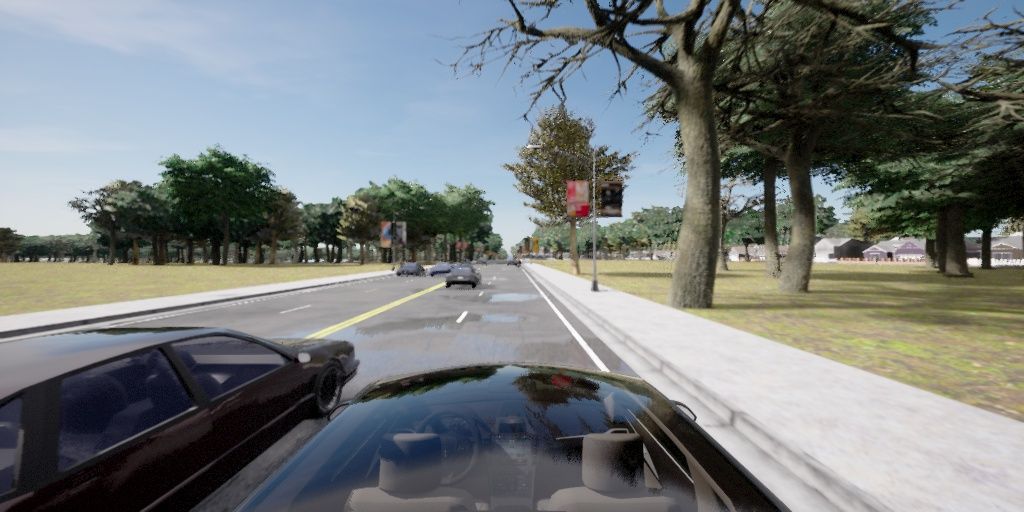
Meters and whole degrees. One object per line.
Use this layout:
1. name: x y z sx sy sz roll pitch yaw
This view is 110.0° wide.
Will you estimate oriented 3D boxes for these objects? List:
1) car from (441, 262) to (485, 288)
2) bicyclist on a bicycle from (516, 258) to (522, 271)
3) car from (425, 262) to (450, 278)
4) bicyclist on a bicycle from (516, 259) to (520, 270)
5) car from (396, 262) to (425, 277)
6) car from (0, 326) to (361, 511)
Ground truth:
1. car: -3.158 1.314 23.961 1.994 1.385 4.181 0 0 0
2. bicyclist on a bicycle: 0.879 1.122 43.421 0.659 1.776 1.843 0 0 0
3. car: -6.604 1.297 34.868 2.033 1.411 5.357 0 0 0
4. bicyclist on a bicycle: 0.877 1.209 52.356 0.582 1.620 1.656 0 0 0
5. car: -9.850 1.313 35.164 1.994 1.385 4.181 0 0 0
6. car: -3.149 1.297 2.813 2.033 1.411 5.357 0 0 0
